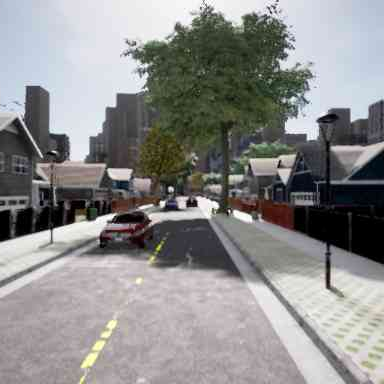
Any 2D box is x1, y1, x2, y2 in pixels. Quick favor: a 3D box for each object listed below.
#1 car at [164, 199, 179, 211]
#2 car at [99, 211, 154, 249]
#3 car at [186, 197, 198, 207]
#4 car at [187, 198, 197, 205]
[{"bbox_3d":[-2.747,1.712,45.489,1.882,1.535,5.008,0,-1,0],"label":"car"},{"bbox_3d":[-2.804,1.603,15.157,1.812,1.442,4.674,0,-1,0],"label":"car"},{"bbox_3d":[0.009,1.645,56.977,2.097,1.767,4.553,0,0,0],"label":"car"},{"bbox_3d":[0.012,1.952,67.040,1.895,1.301,4.718,0,0,0],"label":"car"}]
